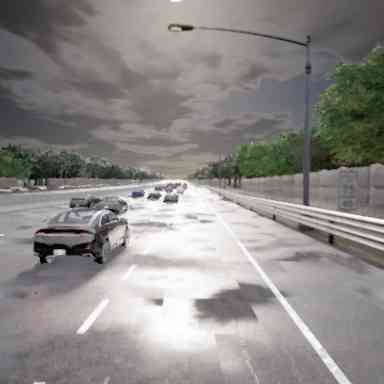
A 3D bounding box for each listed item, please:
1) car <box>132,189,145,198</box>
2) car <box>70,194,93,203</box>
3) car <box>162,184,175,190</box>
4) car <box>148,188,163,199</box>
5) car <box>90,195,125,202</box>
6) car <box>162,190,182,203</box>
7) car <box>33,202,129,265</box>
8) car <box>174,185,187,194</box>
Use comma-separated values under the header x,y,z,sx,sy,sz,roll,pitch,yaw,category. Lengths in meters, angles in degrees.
x,y,z,sx,sy,sz,roll,pitch,yaw,category
-9.831,0.184,61.383,1.882,1.535,5.008,1,2,0,car
-10.078,0.933,31.798,2.128,1.511,4.902,1,1,1,car
-6.257,-0.694,90.115,2.033,1.411,5.357,1,2,0,car
-6.354,0.482,57.382,1.895,1.301,4.718,1,2,0,car
-6.625,1.103,27.775,1.994,1.385,4.181,1,1,1,car
-2.925,0.766,47.739,1.994,1.385,4.181,1,1,0,car
-3.357,1.300,10.957,2.128,1.511,4.902,1,1,1,car
-2.764,-0.315,79.724,1.812,1.442,4.674,1,2,0,car
